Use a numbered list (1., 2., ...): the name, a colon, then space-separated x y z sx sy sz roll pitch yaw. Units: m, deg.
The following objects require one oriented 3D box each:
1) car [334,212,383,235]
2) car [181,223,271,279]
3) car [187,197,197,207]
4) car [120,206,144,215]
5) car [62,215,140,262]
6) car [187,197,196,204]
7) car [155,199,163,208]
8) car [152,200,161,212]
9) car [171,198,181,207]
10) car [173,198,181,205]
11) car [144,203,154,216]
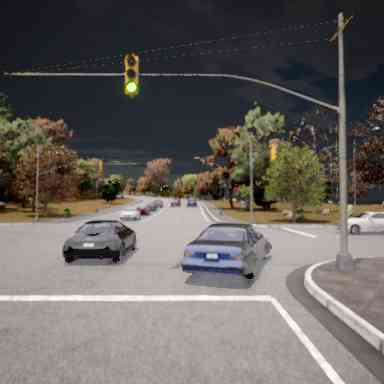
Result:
1. car: 11.824 2.017 21.882 4.674 1.442 1.812 0 -2 -1
2. car: 1.306 1.697 10.671 2.033 1.411 5.357 -1 -2 19
3. car: -0.017 2.201 70.081 2.097 1.767 4.553 0 1 0
4. car: -7.114 2.502 38.524 1.812 1.442 4.674 0 -1 0
5. car: -3.405 1.777 12.974 1.994 1.385 4.181 0 -2 0
6. car: -0.114 1.984 80.258 1.882 1.535 5.008 0 1 -3
7. car: -7.016 2.254 67.454 2.097 1.767 4.553 0 1 0
8. car: -7.051 2.615 57.294 2.033 1.411 5.357 0 1 1
9. car: -3.517 2.369 70.553 1.812 1.442 4.674 0 1 0
10. car: -3.637 2.165 80.527 1.837 1.490 4.892 0 1 -3
11. car: -7.100 2.693 47.547 1.895 1.301 4.718 0 0 0
